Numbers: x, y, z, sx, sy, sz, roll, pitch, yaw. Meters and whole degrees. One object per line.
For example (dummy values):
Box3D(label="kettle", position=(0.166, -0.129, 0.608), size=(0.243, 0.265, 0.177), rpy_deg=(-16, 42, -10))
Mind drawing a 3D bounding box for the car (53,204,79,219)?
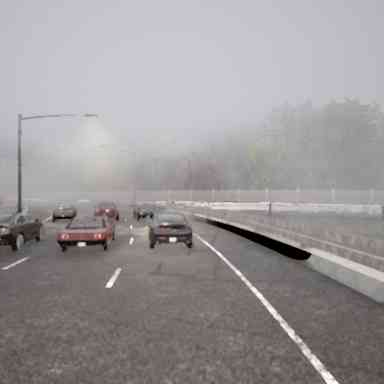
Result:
Box3D(label="car", position=(-11.236, 1.790, 29.604), size=(2.128, 1.511, 4.902), rpy_deg=(0, 0, -16))

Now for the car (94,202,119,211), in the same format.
Box3D(label="car", position=(-7.808, 1.654, 30.366), size=(2.097, 1.767, 4.553), rpy_deg=(0, -1, -16))

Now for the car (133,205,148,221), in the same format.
Box3D(label="car", position=(-4.447, 1.913, 31.352), size=(1.895, 1.301, 4.718), rpy_deg=(0, -1, -16))

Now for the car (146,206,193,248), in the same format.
Box3D(label="car", position=(-1.110, 1.664, 15.669), size=(1.837, 1.490, 4.892), rpy_deg=(0, 0, -8))

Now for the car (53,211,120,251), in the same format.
Box3D(label="car", position=(-4.545, 1.752, 14.999), size=(1.895, 1.301, 4.718), rpy_deg=(0, -1, -8))

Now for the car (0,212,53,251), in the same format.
Box3D(label="car", position=(-8.043, 1.642, 14.706), size=(2.128, 1.511, 4.902), rpy_deg=(0, 0, -8))
